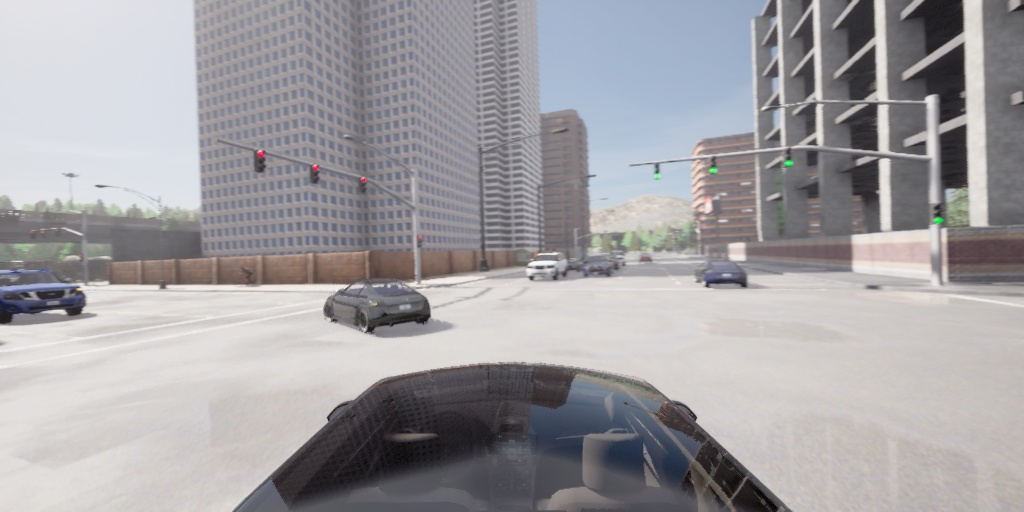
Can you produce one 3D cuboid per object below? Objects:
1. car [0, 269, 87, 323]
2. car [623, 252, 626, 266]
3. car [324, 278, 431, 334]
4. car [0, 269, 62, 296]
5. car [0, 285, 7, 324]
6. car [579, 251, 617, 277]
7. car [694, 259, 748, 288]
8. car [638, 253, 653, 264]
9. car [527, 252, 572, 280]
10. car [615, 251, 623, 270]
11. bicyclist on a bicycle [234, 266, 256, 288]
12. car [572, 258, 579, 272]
[{"bbox_3d":[-20.700,1.588,15.070,5.566,2.045,2.150,-2,0,20],"label":"car"},{"bbox_3d":[13.924,0.296,47.717,2.150,2.045,5.566,-2,0,21],"label":"car"},{"bbox_3d":[-4.336,1.411,11.299,1.994,1.385,4.181,-2,0,-44],"label":"car"},{"bbox_3d":[-40.416,2.167,29.710,5.566,2.045,2.150,-2,0,20],"label":"car"},{"bbox_3d":[-16.860,1.743,9.971,5.008,1.535,1.882,-2,0,20],"label":"car"},{"bbox_3d":[7.222,0.731,29.789,2.097,1.767,4.553,-2,0,20],"label":"car"},{"bbox_3d":[11.066,0.867,19.254,1.994,1.385,4.181,-2,0,19],"label":"car"},{"bbox_3d":[20.267,0.360,54.406,1.812,1.442,4.674,-2,0,20],"label":"car"},{"bbox_3d":[2.896,0.751,28.174,2.150,2.045,5.566,-2,0,20],"label":"car"},{"bbox_3d":[10.258,0.593,37.990,2.097,1.767,4.553,-2,0,20],"label":"car"},{"bbox_3d":[-20.676,1.607,27.796,0.582,1.620,1.656,-2,1,20],"label":"bicyclist on a bicycle"},{"bbox_3d":[6.165,0.944,37.013,1.994,1.385,4.181,-2,0,20],"label":"car"}]
